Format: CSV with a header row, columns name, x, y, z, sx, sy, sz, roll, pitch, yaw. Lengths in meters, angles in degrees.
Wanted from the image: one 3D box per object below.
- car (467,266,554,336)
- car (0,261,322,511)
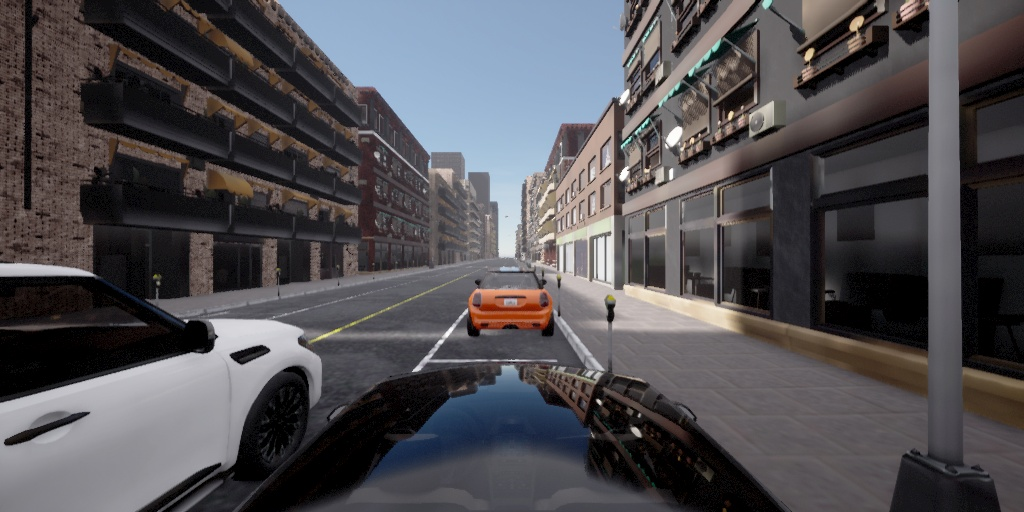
name,x,y,z,sx,sy,sz,roll,pitch,yaw
car,-0.032,1.093,10.469,2.097,1.767,4.553,0,0,0
car,-3.145,0.980,1.530,2.150,2.045,5.566,0,0,0
